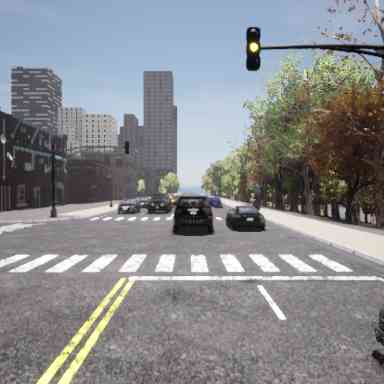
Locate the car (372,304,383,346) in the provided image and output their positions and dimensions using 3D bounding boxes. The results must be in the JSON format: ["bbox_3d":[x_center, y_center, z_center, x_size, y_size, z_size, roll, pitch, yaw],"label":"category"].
[{"bbox_3d":[3.345,1.546,1.993,2.033,1.411,5.357,0,0,0],"label":"car"}]

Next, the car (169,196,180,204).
[{"bbox_3d":[-3.408,1.461,64.606,1.837,1.490,4.892,0,0,0],"label":"car"}]

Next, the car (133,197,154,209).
[{"bbox_3d":[-6.675,1.461,46.011,2.128,1.511,4.902,0,0,0],"label":"car"}]

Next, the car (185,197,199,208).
[{"bbox_3d":[0.005,1.495,47.834,1.812,1.442,4.674,0,0,0],"label":"car"}]

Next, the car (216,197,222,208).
[{"bbox_3d":[3.254,1.446,48.350,1.882,1.535,5.008,0,0,0],"label":"car"}]

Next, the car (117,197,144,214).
[{"bbox_3d":[-6.661,1.470,35.582,2.128,1.511,4.902,0,0,0],"label":"car"}]

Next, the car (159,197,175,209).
[{"bbox_3d":[-3.425,1.448,46.673,1.882,1.535,5.008,0,0,0],"label":"car"}]

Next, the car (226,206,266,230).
[{"bbox_3d":[3.308,1.552,21.001,1.994,1.385,4.181,0,0,0],"label":"car"}]

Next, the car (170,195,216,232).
[{"bbox_3d":[0.062,1.210,20.097,2.150,2.045,5.566,0,0,0],"label":"car"}]

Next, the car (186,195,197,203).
[{"bbox_3d":[-0.119,1.457,71.991,2.128,1.511,4.902,0,0,0],"label":"car"}]

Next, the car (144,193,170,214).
[{"bbox_3d":[-3.422,1.200,35.908,2.150,2.045,5.566,0,0,1],"label":"car"}]

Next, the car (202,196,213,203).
[{"bbox_3d":[3.145,1.501,68.991,2.033,1.411,5.357,0,0,0],"label":"car"}]

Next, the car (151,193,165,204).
[{"bbox_3d":[-6.647,1.180,65.868,2.150,2.045,5.566,0,0,0],"label":"car"}]
